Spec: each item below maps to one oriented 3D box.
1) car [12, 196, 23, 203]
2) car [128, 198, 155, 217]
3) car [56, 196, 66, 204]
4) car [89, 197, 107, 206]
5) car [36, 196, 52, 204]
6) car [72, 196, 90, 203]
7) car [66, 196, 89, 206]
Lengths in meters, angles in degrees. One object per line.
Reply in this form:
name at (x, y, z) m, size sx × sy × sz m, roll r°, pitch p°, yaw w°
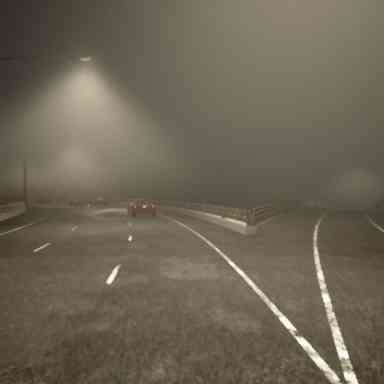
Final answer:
car at (-41.056, 1.782, 77.589) m, size 4.892 × 1.490 × 1.837 m, roll 0°, pitch 0°, yaw 43°
car at (-4.892, 1.385, 31.988) m, size 2.097 × 1.767 × 4.553 m, roll 0°, pitch 0°, yaw -17°
car at (-25.148, 1.529, 64.995) m, size 1.812 × 1.442 × 4.674 m, roll 0°, pitch 0°, yaw -39°
car at (-16.478, 1.661, 58.304) m, size 2.033 × 1.411 × 5.357 m, roll 0°, pitch 0°, yaw -33°
car at (-27.978, 1.563, 62.935) m, size 1.812 × 1.442 × 4.674 m, roll 0°, pitch 0°, yaw -39°
car at (-22.337, 1.580, 67.078) m, size 1.895 × 1.301 × 4.718 m, roll 0°, pitch 0°, yaw -39°
car at (-19.606, 1.661, 56.723) m, size 1.812 × 1.442 × 4.674 m, roll 0°, pitch 0°, yaw -33°
